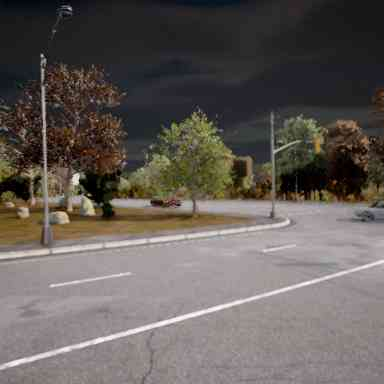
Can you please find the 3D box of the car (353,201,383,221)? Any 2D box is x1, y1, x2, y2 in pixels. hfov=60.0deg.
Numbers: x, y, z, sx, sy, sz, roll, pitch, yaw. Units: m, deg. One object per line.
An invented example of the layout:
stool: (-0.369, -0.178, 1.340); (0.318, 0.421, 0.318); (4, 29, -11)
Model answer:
car: (12.661, 1.213, 20.471); (1.895, 1.301, 4.718); (-2, 1, -32)

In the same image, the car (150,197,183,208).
car: (-3.211, 1.237, 41.243); (1.895, 1.301, 4.718); (-2, 1, -39)
